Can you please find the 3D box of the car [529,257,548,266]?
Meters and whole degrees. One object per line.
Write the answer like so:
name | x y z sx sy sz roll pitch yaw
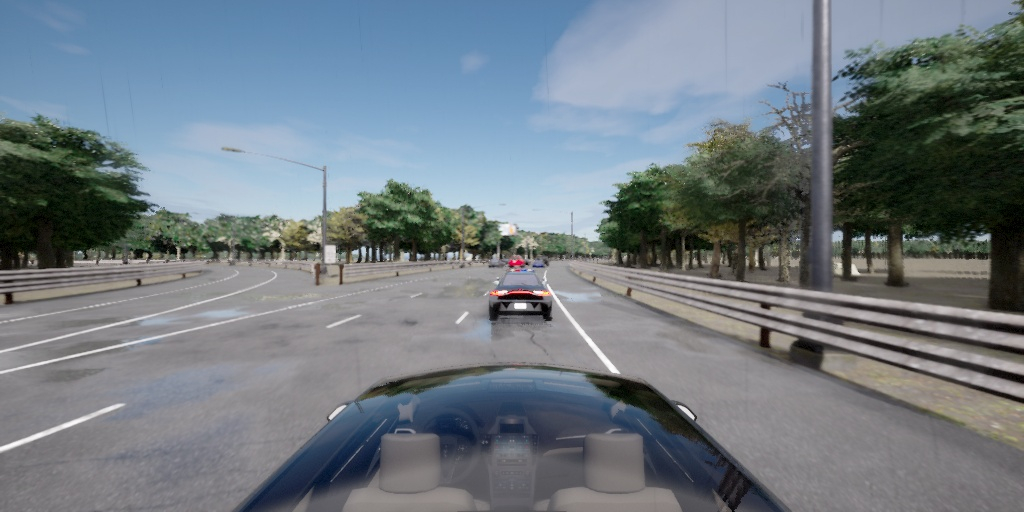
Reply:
car | 4.463 1.368 60.412 1.994 1.385 4.181 0 0 9

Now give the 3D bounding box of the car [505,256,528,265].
car | 0.812 1.019 59.669 2.150 2.045 5.566 0 0 9

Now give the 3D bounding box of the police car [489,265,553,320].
police car | 0.309 1.256 12.697 2.038 1.542 4.974 0 0 2

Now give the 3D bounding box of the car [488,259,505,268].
car | -2.663 1.343 60.097 2.033 1.411 5.357 0 0 9
